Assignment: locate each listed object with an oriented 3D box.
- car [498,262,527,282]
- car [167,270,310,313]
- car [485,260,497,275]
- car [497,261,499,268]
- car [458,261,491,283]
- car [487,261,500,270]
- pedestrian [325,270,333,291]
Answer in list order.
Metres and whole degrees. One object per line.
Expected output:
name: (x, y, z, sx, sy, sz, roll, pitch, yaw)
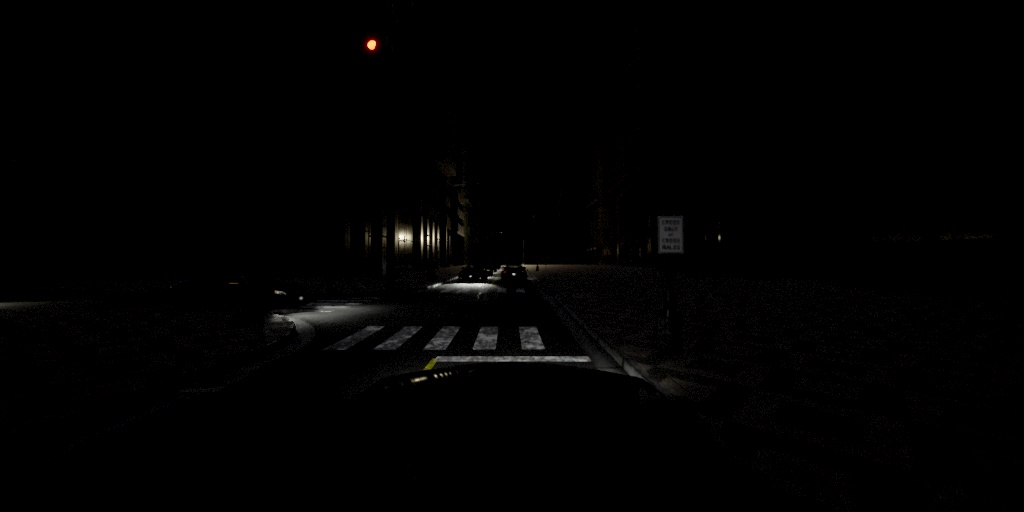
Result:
car: (0.150, 1.326, 28.843, 1.994, 1.385, 4.181, 0, 0, 0)
car: (-9.842, 1.219, 13.007, 4.674, 1.442, 1.812, 0, -1, 5)
car: (-3.006, 1.328, 37.741, 2.033, 1.411, 5.357, 0, 0, 0)
car: (-2.972, 1.317, 47.594, 1.837, 1.490, 4.892, 0, 0, 0)
car: (-3.022, 1.325, 28.420, 1.994, 1.385, 4.181, 0, 0, 1)
car: (-2.904, 1.455, 57.820, 1.895, 1.301, 4.718, 0, 0, 1)
pedestrian: (-9.962, 0.972, 19.605, 0.375, 1.860, 0.375, 0, -1, 0)
